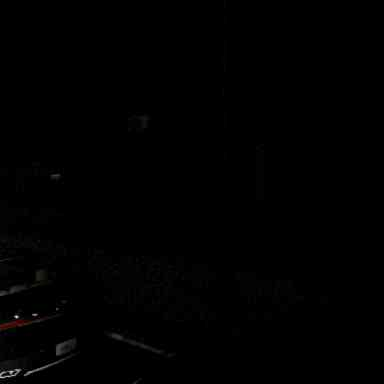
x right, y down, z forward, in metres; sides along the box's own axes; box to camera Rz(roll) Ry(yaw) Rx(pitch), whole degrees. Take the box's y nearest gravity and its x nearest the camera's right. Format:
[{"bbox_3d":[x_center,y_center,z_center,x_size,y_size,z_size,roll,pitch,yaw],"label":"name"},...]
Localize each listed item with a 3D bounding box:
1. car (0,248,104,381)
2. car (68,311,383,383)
[{"bbox_3d":[-3.227,1.548,5.110,4.403,1.369,2.008,0,0,35],"label":"car"},{"bbox_3d":[1.398,1.582,1.812,4.206,1.307,1.802,0,0,35],"label":"car"}]
